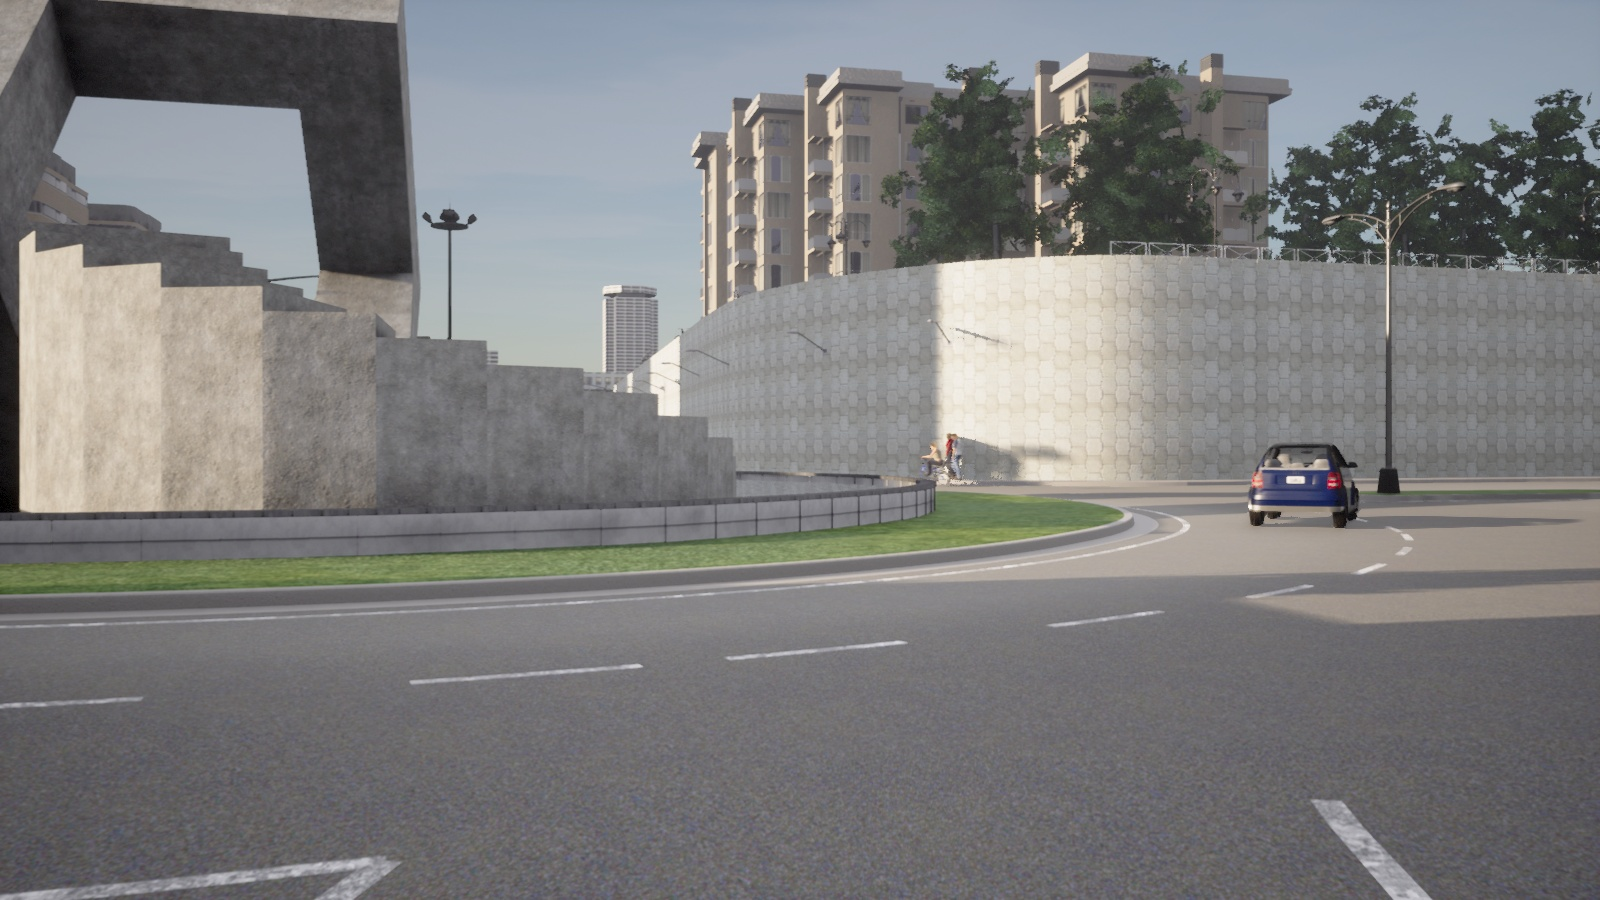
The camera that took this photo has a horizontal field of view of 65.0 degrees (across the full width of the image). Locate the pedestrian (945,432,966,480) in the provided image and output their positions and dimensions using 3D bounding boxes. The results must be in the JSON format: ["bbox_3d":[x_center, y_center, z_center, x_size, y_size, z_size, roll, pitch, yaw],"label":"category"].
[{"bbox_3d":[5.998,0.245,48.330,0.706,1.836,0.354,0,0,33],"label":"pedestrian"}]

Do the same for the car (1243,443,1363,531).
[{"bbox_3d":[9.782,0.653,24.270,1.789,1.549,3.705,0,0,28],"label":"car"}]

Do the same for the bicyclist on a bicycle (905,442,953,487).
[{"bbox_3d":[4.731,0.533,45.930,1.509,1.612,0.866,0,0,33],"label":"bicyclist on a bicycle"}]

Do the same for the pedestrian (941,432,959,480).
[{"bbox_3d":[5.849,0.243,48.936,0.636,1.846,0.331,0,0,36],"label":"pedestrian"}]
